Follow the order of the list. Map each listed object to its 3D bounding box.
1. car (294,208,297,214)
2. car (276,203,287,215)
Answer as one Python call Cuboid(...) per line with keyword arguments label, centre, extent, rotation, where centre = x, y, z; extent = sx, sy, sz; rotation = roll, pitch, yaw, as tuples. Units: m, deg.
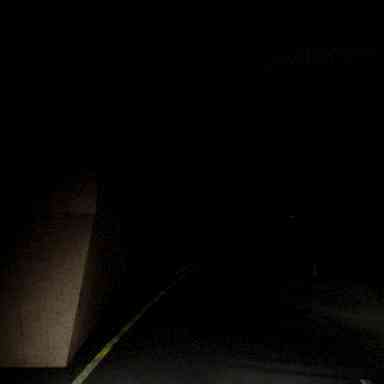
Cuboid(label="car", centre=(12.249, 1.738, 33.522), extent=(4.181, 1.385, 1.994), rotation=(1, 0, -34))
Cuboid(label="car", centre=(7.683, 1.741, 34.527), extent=(4.718, 1.301, 1.895), rotation=(1, 0, -38))
